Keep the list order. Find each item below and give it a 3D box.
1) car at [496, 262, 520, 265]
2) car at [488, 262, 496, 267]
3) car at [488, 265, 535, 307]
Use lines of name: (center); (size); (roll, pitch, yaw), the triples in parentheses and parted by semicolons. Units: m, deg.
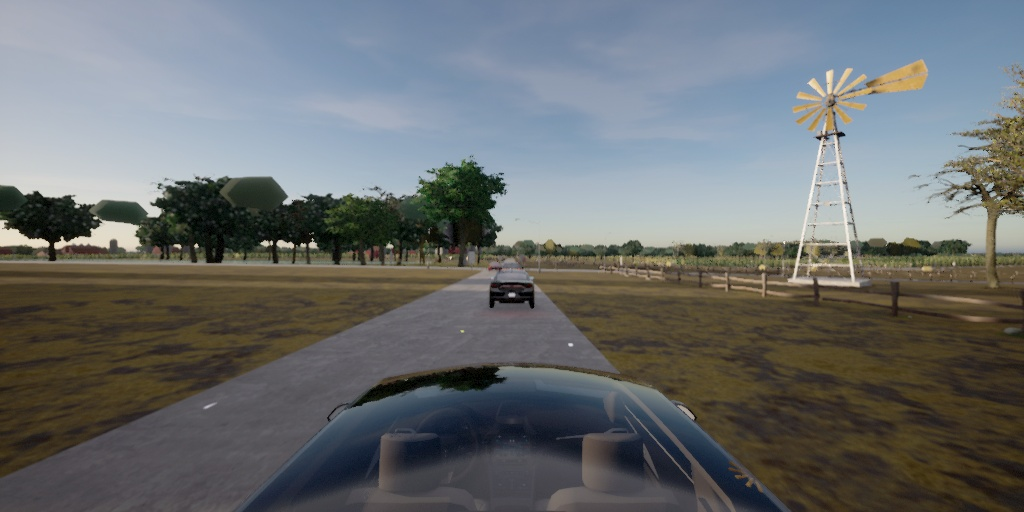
car: (-0.007, 1.363, 30.896); (2.097, 1.767, 4.553); (0, -1, 0)
car: (-2.773, 1.703, 57.102); (1.882, 1.535, 5.008); (0, -1, 0)
car: (0.001, 1.361, 16.299); (1.882, 1.535, 5.008); (0, 0, 0)
